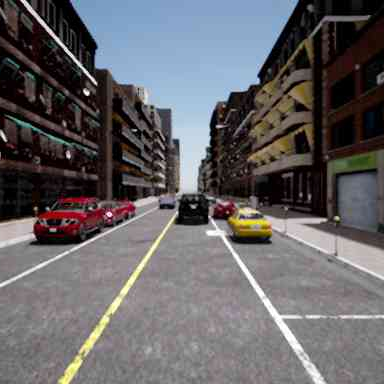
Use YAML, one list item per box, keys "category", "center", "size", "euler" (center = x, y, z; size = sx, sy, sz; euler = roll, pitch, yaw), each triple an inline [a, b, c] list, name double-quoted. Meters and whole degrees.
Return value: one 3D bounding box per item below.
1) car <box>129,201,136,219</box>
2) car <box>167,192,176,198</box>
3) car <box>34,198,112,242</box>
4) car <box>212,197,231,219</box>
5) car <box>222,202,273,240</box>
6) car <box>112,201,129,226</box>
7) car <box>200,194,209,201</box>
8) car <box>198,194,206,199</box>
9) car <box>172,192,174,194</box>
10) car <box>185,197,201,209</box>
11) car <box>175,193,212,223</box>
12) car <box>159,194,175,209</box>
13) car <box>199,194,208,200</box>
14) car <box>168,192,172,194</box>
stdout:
- category: "car"
  center: [-5.699, 1.400, 27.400]
  size: [1.887, 1.381, 4.507]
  euler: [0, 0, 0]
- category: "car"
  center: [-5.723, 0.806, 95.033]
  size: [2.192, 1.841, 5.009]
  euler: [0, 0, 0]
- category: "car"
  center: [-5.694, 1.230, 16.126]
  size: [2.192, 1.841, 5.009]
  euler: [0, 0, 0]
- category: "car"
  center: [2.681, 1.400, 27.399]
  size: [1.887, 1.381, 4.507]
  euler: [0, 0, 0]
- category: "car"
  center: [2.686, 1.440, 16.297]
  size: [1.752, 1.417, 4.829]
  euler: [0, 0, 0]
- category: "car"
  center: [-5.697, 1.326, 21.762]
  size: [1.967, 1.590, 4.097]
  euler: [0, 0, 0]
- category: "car"
  center: [2.665, 1.138, 72.658]
  size: [1.752, 1.417, 4.829]
  euler: [0, 0, 0]
- category: "car"
  center: [2.658, 1.104, 89.397]
  size: [1.802, 1.307, 4.206]
  euler: [0, 0, 0]
- category: "car"
  center: [-5.716, 1.165, 72.489]
  size: [2.008, 1.369, 4.403]
  euler: [0, 0, 0]
- category: "car"
  center: [0.085, 1.382, 41.398]
  size: [1.895, 1.301, 4.718]
  euler: [0, 0, 0]
- category: "car"
  center: [0.097, 1.091, 24.729]
  size: [2.150, 2.045, 5.566]
  euler: [0, 0, 0]
- category: "car"
  center: [-3.014, 1.329, 41.337]
  size: [2.033, 1.411, 5.357]
  euler: [0, 0, 0]
- category: "car"
  center: [2.663, 1.149, 78.124]
  size: [1.947, 1.339, 4.313]
  euler: [0, 0, 0]
- category: "car"
  center: [-5.714, 1.195, 66.852]
  size: [2.008, 1.369, 4.403]
  euler: [0, 0, 0]
